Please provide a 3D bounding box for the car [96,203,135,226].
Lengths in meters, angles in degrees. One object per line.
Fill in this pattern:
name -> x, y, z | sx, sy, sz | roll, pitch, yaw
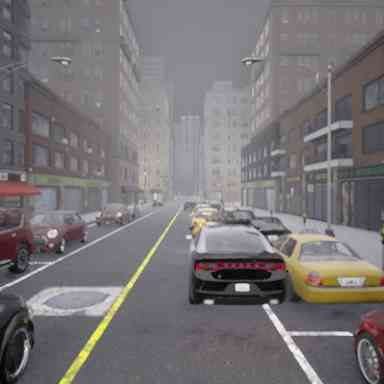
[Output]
car -> -5.769, 1.592, 24.784 | 1.967, 1.590, 4.097 | -1, 0, 0

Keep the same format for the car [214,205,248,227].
car -> 2.770, 1.703, 24.817 | 2.008, 1.369, 4.403 | -1, 0, 0

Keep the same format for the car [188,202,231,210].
car -> 0.832, 1.569, 18.469 | 1.801, 1.575, 5.366 | 0, 0, 0

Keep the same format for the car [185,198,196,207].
car -> -0.223, 1.822, 58.924 | 1.882, 1.535, 5.008 | 0, 0, 0

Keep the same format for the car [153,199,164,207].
car -> -5.896, 1.885, 58.298 | 1.887, 1.381, 4.507 | -1, 0, 0

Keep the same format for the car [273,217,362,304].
car -> 2.829, 1.577, 8.230 | 1.752, 1.417, 4.829 | -1, 0, 0

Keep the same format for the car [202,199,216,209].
car -> 2.669, 1.876, 52.746 | 1.947, 1.339, 4.313 | -1, 0, 0

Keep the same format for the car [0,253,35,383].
car -> -3.007, 1.581, 2.596 | 1.994, 1.385, 4.181 | 0, 0, 0

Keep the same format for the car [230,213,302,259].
car -> 2.810, 1.650, 13.645 | 1.947, 1.339, 4.313 | -1, 0, 0

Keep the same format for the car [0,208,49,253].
car -> -5.706, 1.366, 8.029 | 2.192, 1.841, 5.009 | -1, 0, 0

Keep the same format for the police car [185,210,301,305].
police car -> 0.871, 1.478, 8.390 | 1.930, 1.638, 5.238 | 0, 0, 0

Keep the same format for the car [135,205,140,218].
car -> -5.789, 1.767, 30.369 | 1.802, 1.307, 4.206 | -1, 0, 0

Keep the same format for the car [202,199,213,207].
car -> 2.649, 1.922, 58.331 | 1.802, 1.307, 4.206 | -1, 0, 0

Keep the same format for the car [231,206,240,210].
car -> 2.790, 1.684, 19.231 | 1.947, 1.339, 4.313 | -1, 0, 0

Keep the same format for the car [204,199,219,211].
car -> 2.688, 1.806, 47.330 | 1.752, 1.417, 4.829 | -1, 0, 0

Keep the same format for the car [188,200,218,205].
car -> 0.809, 1.606, 24.470 | 1.801, 1.575, 5.366 | 0, 0, 0

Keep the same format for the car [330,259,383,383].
car -> 2.850, 1.598, 2.474 | 1.802, 1.307, 4.206 | -1, 0, 0

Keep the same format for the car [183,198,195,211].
car -> -0.158, 1.774, 45.185 | 1.837, 1.490, 4.892 | 0, 0, 0

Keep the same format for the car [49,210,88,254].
car -> -5.726, 1.525, 13.614 | 1.967, 1.590, 4.097 | -1, 0, 0
